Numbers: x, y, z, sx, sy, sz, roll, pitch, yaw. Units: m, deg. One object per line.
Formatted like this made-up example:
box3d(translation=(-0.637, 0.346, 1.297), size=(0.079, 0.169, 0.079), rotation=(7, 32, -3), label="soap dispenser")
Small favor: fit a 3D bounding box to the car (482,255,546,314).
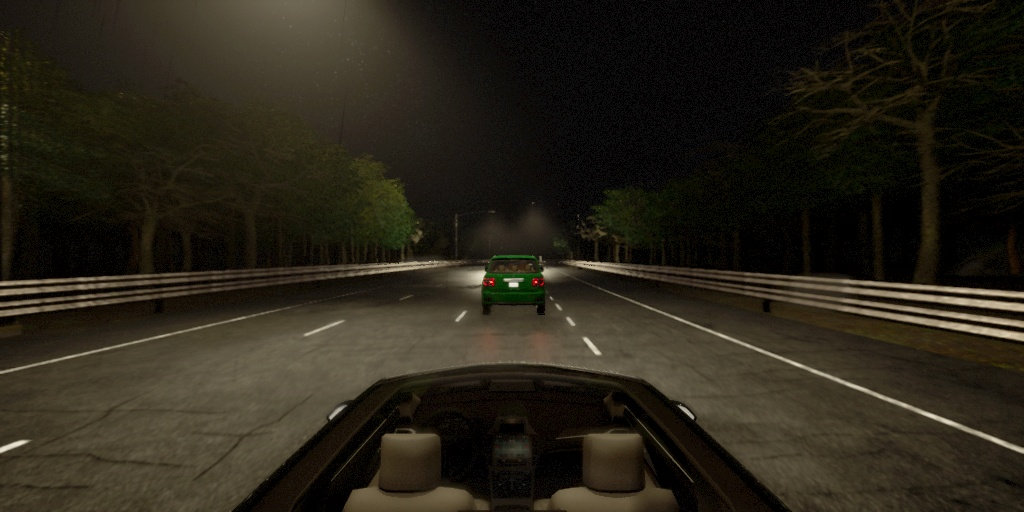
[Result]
box3d(translation=(0.086, 1.000, 13.883), size=(2.150, 2.045, 5.566), rotation=(0, 0, 1), label="car")
